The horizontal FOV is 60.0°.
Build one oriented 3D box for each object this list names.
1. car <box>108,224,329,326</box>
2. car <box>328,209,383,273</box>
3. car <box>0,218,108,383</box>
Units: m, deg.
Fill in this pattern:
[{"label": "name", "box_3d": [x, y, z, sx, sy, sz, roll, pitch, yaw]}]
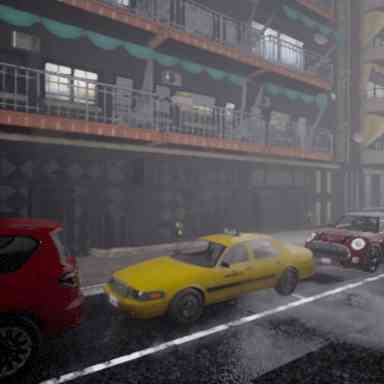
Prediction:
[{"label": "car", "box_3d": [0.639, 1.495, 7.017, 4.829, 1.417, 1.752, -1, 1, -36]}, {"label": "car", "box_3d": [5.364, 1.367, 10.414, 4.097, 1.590, 1.967, -1, 1, -36]}, {"label": "car", "box_3d": [-3.811, 1.326, 3.814, 5.009, 1.841, 2.192, -1, 1, -36]}]
